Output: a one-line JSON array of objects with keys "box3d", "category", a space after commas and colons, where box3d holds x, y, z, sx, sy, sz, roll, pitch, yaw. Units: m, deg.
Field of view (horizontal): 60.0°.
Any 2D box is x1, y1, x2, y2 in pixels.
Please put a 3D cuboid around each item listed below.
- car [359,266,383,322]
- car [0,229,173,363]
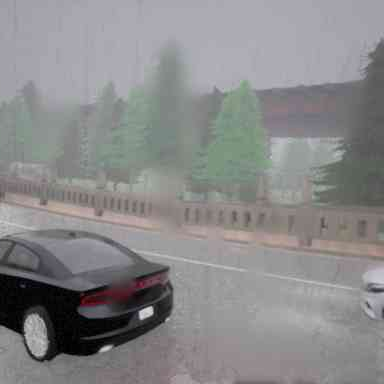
[{"box3d": [4.996, 1.526, 4.728, 4.674, 1.442, 1.812, 0, 0, 35], "category": "car"}, {"box3d": [-2.621, 1.393, 5.860, 5.008, 1.535, 1.882, 2, 1, 35], "category": "car"}]
